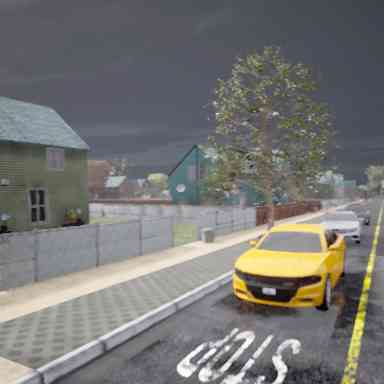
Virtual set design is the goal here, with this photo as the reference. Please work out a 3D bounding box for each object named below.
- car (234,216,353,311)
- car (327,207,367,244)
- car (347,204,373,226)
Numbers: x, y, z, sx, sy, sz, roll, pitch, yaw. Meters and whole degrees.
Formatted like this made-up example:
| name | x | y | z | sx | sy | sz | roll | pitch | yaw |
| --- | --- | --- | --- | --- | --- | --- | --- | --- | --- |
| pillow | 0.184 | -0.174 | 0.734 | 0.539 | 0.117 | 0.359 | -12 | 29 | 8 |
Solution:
| name | x | y | z | sx | sy | sz | roll | pitch | yaw |
| --- | --- | --- | --- | --- | --- | --- | --- | --- | --- |
| car | 2.678 | 1.581 | 8.347 | 1.882 | 1.535 | 5.008 | -2 | -1 | 30 |
| car | 7.641 | 1.680 | 16.903 | 1.812 | 1.442 | 4.674 | -2 | -1 | 30 |
| car | 12.718 | 1.711 | 25.634 | 1.837 | 1.490 | 4.892 | -2 | -1 | 30 |
